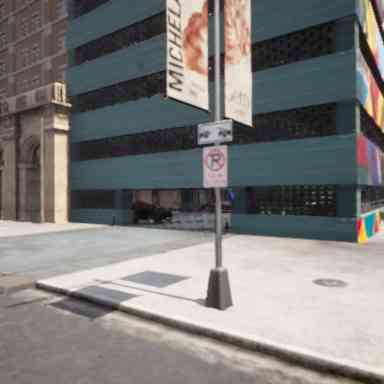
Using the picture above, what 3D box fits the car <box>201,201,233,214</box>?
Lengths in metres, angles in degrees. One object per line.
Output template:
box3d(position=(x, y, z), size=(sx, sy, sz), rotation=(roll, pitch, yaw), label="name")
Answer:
box3d(position=(3.372, 1.585, 35.147), size=(4.718, 1.301, 1.895), rotation=(-1, 0, 35), label="car")

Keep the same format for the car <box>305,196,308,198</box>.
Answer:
box3d(position=(27.480, 1.621, 83.518), size=(4.892, 1.521, 2.231), rotation=(-1, 0, 35), label="car")

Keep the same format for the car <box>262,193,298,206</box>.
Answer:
box3d(position=(13.417, 1.139, 50.703), size=(5.566, 2.045, 2.435), rotation=(-1, 0, 35), label="car")

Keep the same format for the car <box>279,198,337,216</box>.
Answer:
box3d(position=(8.631, 1.346, 22.221), size=(4.674, 1.452, 2.002), rotation=(-1, 0, 35), label="car")

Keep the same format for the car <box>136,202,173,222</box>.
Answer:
box3d(position=(-3.694, 1.552, 25.938), size=(4.786, 1.482, 2.161), rotation=(-1, 0, 35), label="car")
